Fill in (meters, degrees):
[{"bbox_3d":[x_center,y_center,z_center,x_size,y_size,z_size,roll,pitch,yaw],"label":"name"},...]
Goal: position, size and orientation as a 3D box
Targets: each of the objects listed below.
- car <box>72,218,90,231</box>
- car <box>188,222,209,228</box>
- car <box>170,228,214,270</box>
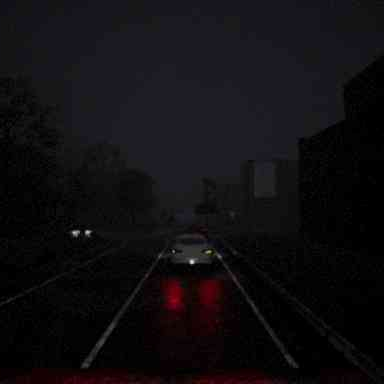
[{"bbox_3d":[-15.058,4.314,44.849,1.882,1.535,5.008,0,-3,-25],"label":"car"},{"bbox_3d":[0.561,3.554,30.995,1.882,1.535,5.008,0,-4,5],"label":"car"},{"bbox_3d":[-0.016,2.610,15.238,1.812,1.442,4.674,0,-3,0],"label":"car"}]
